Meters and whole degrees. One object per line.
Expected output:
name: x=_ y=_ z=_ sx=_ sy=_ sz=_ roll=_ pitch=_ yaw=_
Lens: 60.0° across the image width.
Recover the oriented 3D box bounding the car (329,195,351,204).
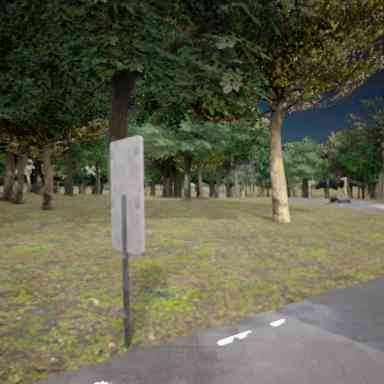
car: x=23.400 y=1.172 z=52.636 sx=1.994 sy=1.385 sz=4.181 roll=-1 pitch=1 yaw=-1
